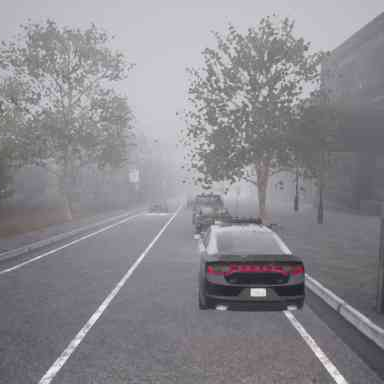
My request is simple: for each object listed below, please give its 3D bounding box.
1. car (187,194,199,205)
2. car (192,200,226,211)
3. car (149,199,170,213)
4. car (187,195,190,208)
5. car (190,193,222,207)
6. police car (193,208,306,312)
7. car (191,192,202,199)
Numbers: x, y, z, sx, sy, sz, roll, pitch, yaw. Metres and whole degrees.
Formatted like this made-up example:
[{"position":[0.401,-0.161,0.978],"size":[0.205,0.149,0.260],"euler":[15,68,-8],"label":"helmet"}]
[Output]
[{"position":[0.182,1.242,58.143],"size":[2.097,1.767,4.553],"euler":[0,0,1],"label":"car"},{"position":[1.104,1.444,17.876],"size":[1.882,1.535,5.008],"euler":[0,0,0],"label":"car"},{"position":[-3.493,1.496,35.925],"size":[1.994,1.385,4.181],"euler":[0,0,0],"label":"car"},{"position":[0.222,1.514,45.892],"size":[1.895,1.301,4.718],"euler":[0,0,0],"label":"car"},{"position":[1.121,1.178,23.927],"size":[2.150,2.045,5.566],"euler":[0,0,0],"label":"car"},{"position":[1.075,1.410,7.937],"size":[1.930,1.638,5.238],"euler":[0,0,0],"label":"police car"},{"position":[1.345,0.954,92.648],"size":[1.837,1.490,4.892],"euler":[2,1,17],"label":"car"}]
